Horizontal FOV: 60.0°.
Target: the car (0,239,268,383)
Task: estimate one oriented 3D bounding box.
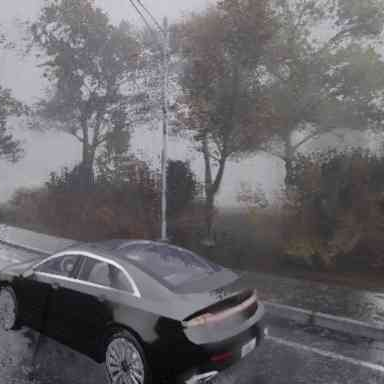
[{"bbox_3d":[-1.281,1.504,5.176,4.902,1.511,2.128,0,0,38],"label":"car"}]
